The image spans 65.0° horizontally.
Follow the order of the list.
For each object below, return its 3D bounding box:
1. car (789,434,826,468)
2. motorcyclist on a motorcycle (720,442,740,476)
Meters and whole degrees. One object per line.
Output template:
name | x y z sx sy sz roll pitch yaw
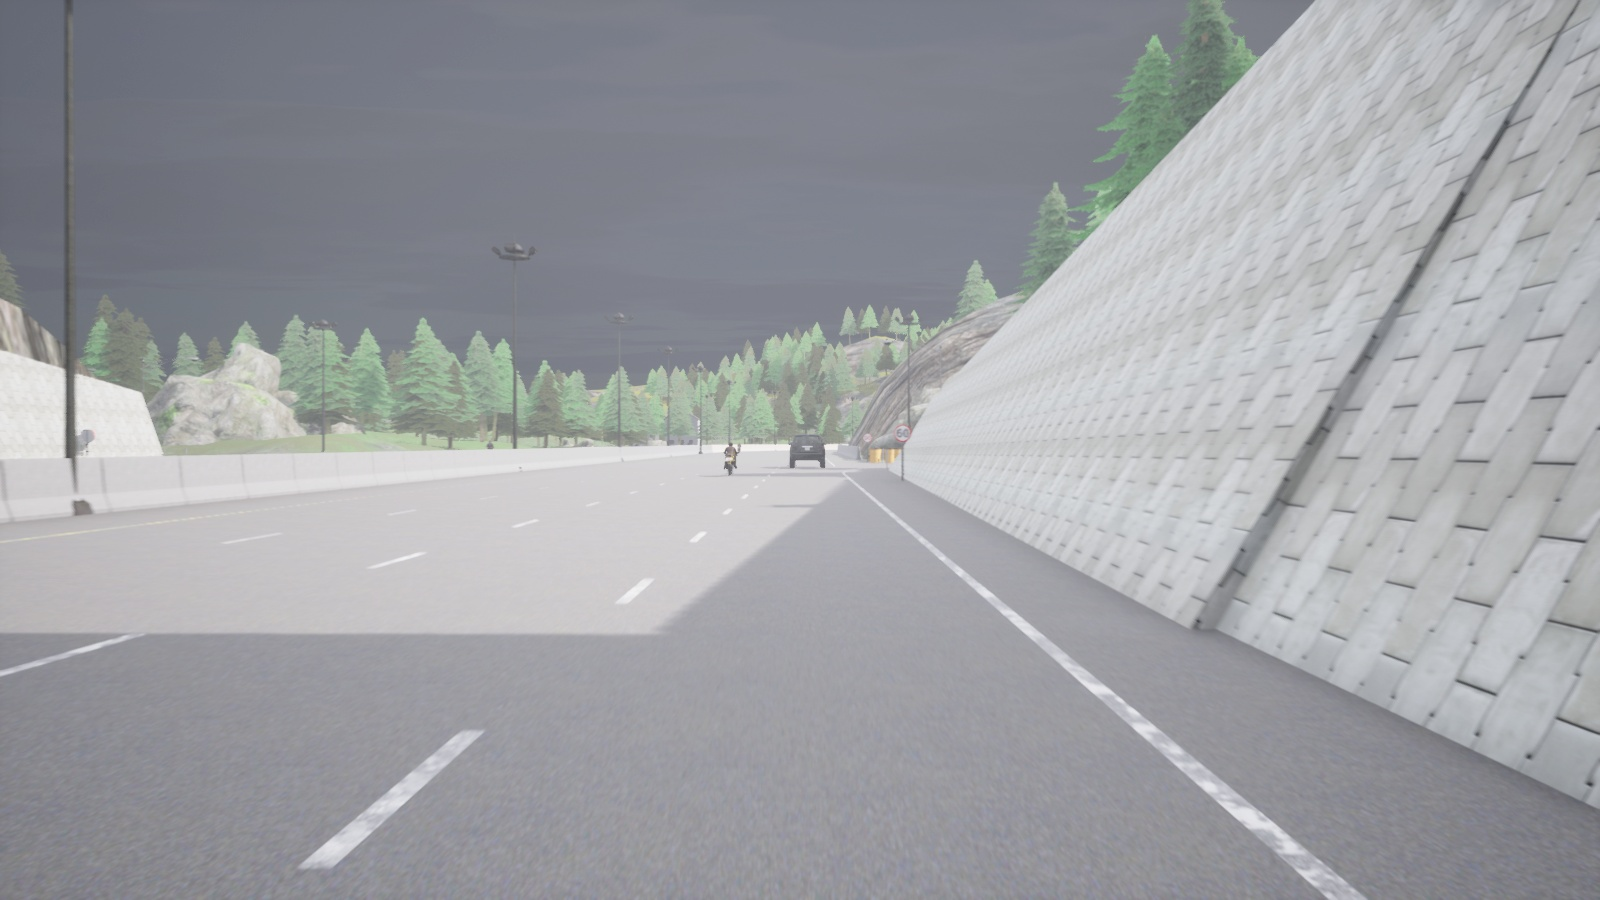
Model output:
car | 0.457 0.036 77.038 2.150 2.045 5.566 0 0 0
motorcyclist on a motorcycle | -3.158 0.408 57.071 0.797 1.523 2.044 0 0 0
